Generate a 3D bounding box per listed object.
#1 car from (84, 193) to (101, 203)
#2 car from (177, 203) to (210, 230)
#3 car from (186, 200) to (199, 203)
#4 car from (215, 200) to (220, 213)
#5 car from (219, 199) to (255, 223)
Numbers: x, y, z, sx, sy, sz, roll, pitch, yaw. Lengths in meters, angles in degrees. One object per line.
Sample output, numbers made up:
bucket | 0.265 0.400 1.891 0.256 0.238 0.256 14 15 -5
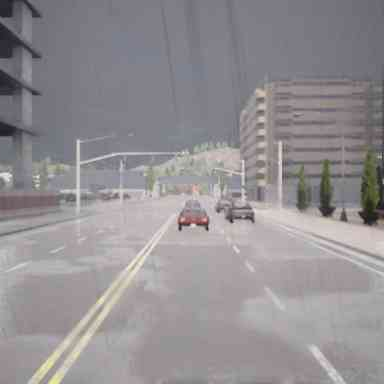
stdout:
car | -26.736 1.482 89.225 1.970 1.475 3.806 0 0 0
car | 0.094 1.621 21.087 1.895 1.301 4.718 0 0 0
car | 0.084 1.581 35.406 2.033 1.411 5.357 0 0 0
car | 3.586 1.548 37.055 1.812 1.442 4.674 0 1 0
car | 3.592 1.517 25.583 2.128 1.511 4.902 0 0 0
